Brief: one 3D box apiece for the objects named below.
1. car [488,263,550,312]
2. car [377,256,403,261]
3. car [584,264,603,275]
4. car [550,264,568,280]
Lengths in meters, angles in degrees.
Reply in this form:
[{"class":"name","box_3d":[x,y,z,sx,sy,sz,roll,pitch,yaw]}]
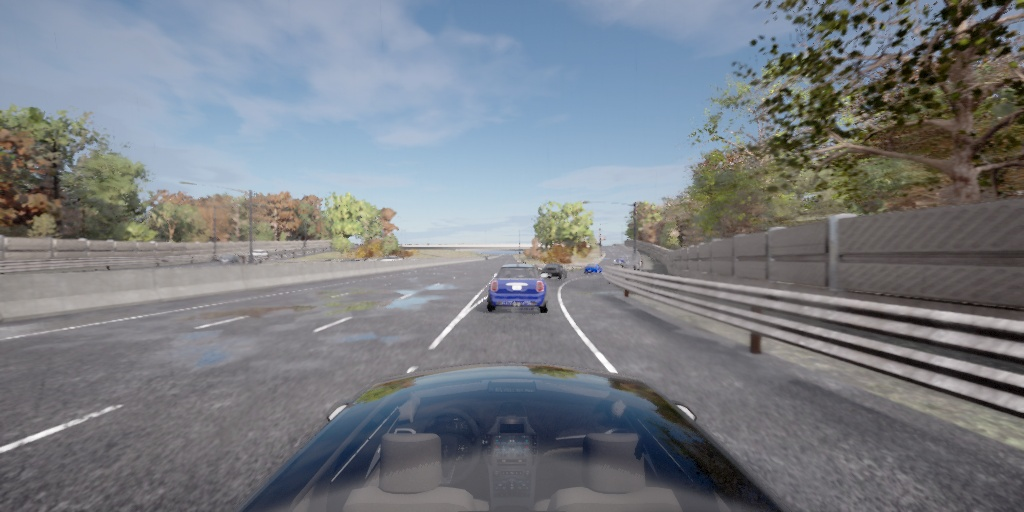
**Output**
[{"class":"car","box_3d":[0.340,1.104,14.391,2.097,1.767,4.553,0,0,5]},{"class":"car","box_3d":[-20.986,0.988,61.654,2.150,2.045,5.566,0,0,0]},{"class":"car","box_3d":[12.159,1.909,53.213,1.882,1.535,5.008,0,-1,26]},{"class":"car","box_3d":[4.126,1.510,34.239,1.837,1.490,4.892,0,-2,17]}]
